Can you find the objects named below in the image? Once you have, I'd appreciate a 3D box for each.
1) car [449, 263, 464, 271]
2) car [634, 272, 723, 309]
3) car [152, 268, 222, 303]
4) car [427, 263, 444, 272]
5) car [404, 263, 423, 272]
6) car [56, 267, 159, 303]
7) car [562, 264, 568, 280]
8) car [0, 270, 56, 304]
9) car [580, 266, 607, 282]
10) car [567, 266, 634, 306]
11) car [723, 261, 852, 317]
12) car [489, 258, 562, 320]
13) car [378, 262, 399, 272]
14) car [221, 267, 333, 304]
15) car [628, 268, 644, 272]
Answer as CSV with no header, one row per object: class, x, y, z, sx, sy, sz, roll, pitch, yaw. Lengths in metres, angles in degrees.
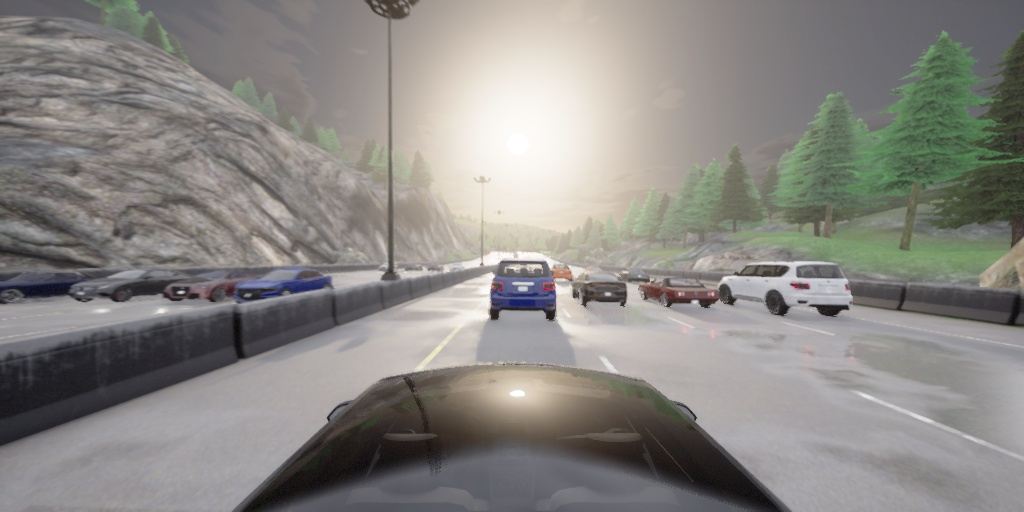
car,-8.809,1.826,57.388,1.812,1.442,4.674,1,-1,2
car,7.520,1.606,16.782,1.895,1.301,4.718,1,-1,2
car,-13.684,1.343,16.869,1.994,1.385,4.181,1,-1,2
car,-12.296,1.830,57.765,1.994,1.385,4.181,1,-1,2
car,-15.800,1.791,57.609,1.994,1.385,4.181,1,-1,2
car,-17.180,1.265,16.672,1.812,1.442,4.674,1,-1,2
car,4.630,1.539,35.263,2.097,1.767,4.553,1,-1,2
car,-20.724,1.293,15.827,1.895,1.301,4.718,1,-1,2
car,8.153,1.760,36.124,1.812,1.442,4.674,1,0,2
car,4.031,1.450,17.196,1.882,1.535,5.008,1,-1,2
car,10.967,1.242,14.992,2.150,2.045,5.566,1,-1,2
car,0.410,1.111,13.448,2.150,2.045,5.566,1,-1,2
car,-19.346,1.701,56.376,1.812,1.442,4.674,1,-1,2
car,-10.196,1.289,16.445,1.882,1.535,5.008,1,-1,2
car,11.603,1.817,34.414,1.994,1.385,4.181,1,-1,2
